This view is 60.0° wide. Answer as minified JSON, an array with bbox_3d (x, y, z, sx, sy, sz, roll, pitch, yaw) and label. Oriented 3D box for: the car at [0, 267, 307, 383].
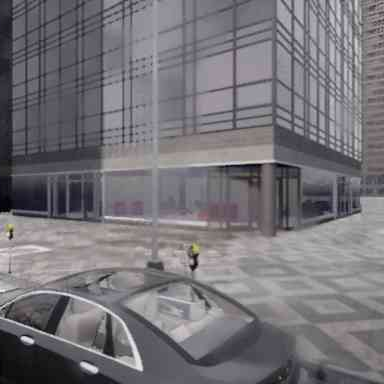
[{"bbox_3d":[-1.038,1.550,3.701,4.403,1.369,2.008,0,0,35],"label":"car"}]
